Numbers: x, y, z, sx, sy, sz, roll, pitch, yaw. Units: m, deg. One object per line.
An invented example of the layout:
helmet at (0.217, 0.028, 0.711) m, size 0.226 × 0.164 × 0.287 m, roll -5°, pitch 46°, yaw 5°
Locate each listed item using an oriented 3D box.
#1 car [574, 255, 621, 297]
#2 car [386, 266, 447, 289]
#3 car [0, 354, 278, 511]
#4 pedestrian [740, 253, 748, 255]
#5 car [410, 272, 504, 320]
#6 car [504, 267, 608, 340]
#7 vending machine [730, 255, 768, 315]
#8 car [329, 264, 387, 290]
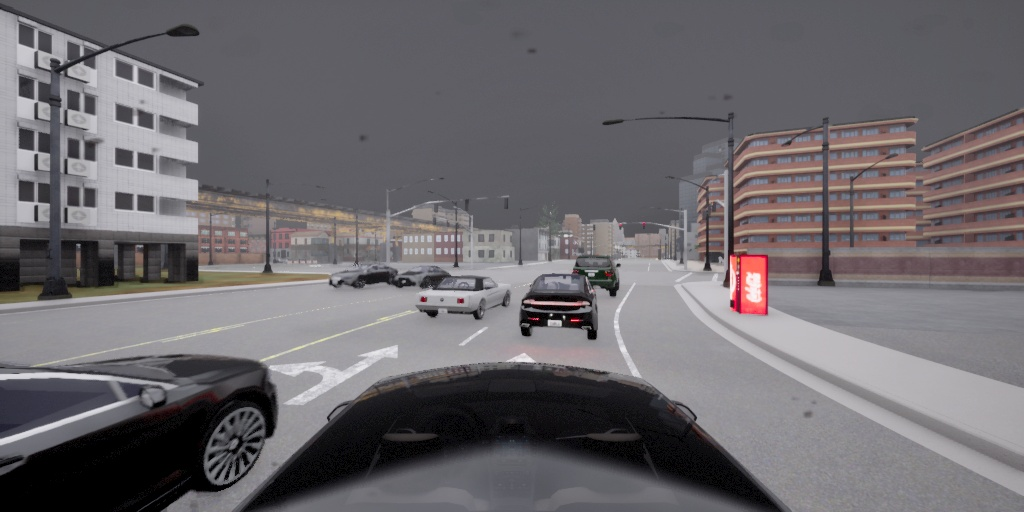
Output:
car at (4.584, 0.971, 19.357) m, size 2.150 × 2.045 × 5.566 m, roll 0°, pitch 0°, yaw 19°
car at (-5.561, 1.315, 22.713) m, size 1.994 × 1.385 × 4.181 m, roll 0°, pitch 0°, yaw 22°
car at (-3.314, 1.242, 1.659) m, size 2.128 × 1.511 × 4.902 m, roll 0°, pitch 0°, yaw 1°
pedestrian at (8.062, 0.795, 12.481) m, size 0.375 × 1.860 × 0.375 m, roll 0°, pitch 0°, yaw 21°
car at (-1.448, 1.351, 12.824) m, size 1.895 × 1.301 × 4.718 m, roll 0°, pitch 0°, yaw 16°
car at (1.450, 1.241, 10.119) m, size 2.128 × 1.511 × 4.902 m, roll 0°, pitch 0°, yaw 13°
vending machine at (7.829, 0.945, 11.862) m, size 1.100 × 2.100 × 0.880 m, roll 0°, pitch 0°, yaw 20°
car at (-9.264, 1.242, 22.828) m, size 2.128 × 1.511 × 4.902 m, roll 0°, pitch 0°, yaw 21°
